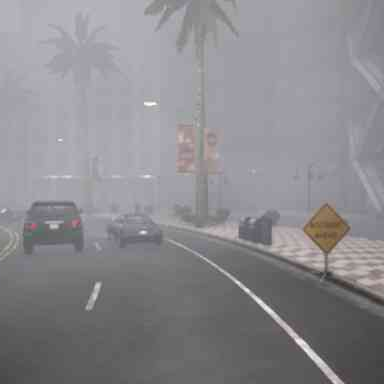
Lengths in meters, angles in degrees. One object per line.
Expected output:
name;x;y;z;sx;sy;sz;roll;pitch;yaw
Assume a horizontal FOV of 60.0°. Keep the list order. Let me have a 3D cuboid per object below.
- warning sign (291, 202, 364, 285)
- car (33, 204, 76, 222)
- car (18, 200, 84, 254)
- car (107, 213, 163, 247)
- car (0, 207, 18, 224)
warning sign;3.311;1.185;8.225;1.300;1.860;1.060;0;-1;-9
car;-12.615;1.838;30.283;4.674;1.442;1.812;0;-1;43
car;-6.012;1.368;14.604;2.150;2.045;5.566;0;0;-22
car;-2.863;1.722;16.101;1.994;1.385;4.181;0;-1;-23
car;-14.832;1.893;27.583;4.718;1.301;1.895;-1;-1;43
